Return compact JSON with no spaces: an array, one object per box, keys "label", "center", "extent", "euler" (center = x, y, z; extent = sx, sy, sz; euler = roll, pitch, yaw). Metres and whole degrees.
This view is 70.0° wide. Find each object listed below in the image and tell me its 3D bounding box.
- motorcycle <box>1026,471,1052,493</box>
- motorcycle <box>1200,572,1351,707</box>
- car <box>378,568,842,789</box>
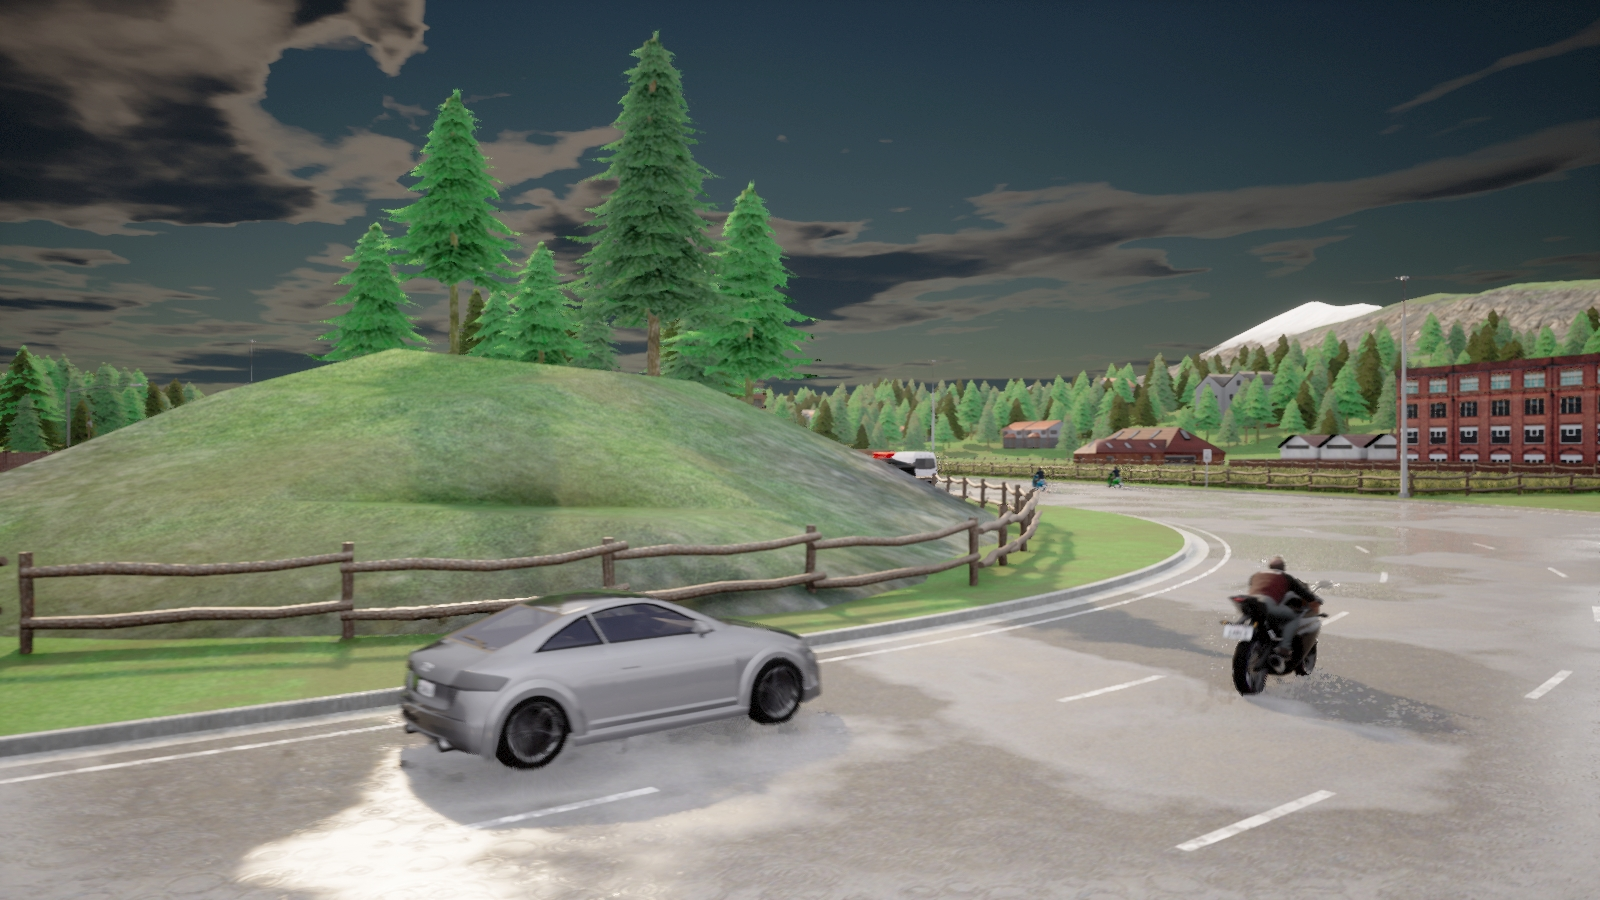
[{"label":"motorcycle","center":[15.330,2.031,73.190],"extent":[0.856,1.316,1.805],"euler":[-1,0,-17]},{"label":"motorcycle","center":[5.663,2.177,13.534],"extent":[0.867,1.251,2.209],"euler":[-2,-1,44]},{"label":"car","center":[-1.805,2.106,11.534],"extent":[4.181,1.385,1.994],"euler":[0,0,-39]}]
